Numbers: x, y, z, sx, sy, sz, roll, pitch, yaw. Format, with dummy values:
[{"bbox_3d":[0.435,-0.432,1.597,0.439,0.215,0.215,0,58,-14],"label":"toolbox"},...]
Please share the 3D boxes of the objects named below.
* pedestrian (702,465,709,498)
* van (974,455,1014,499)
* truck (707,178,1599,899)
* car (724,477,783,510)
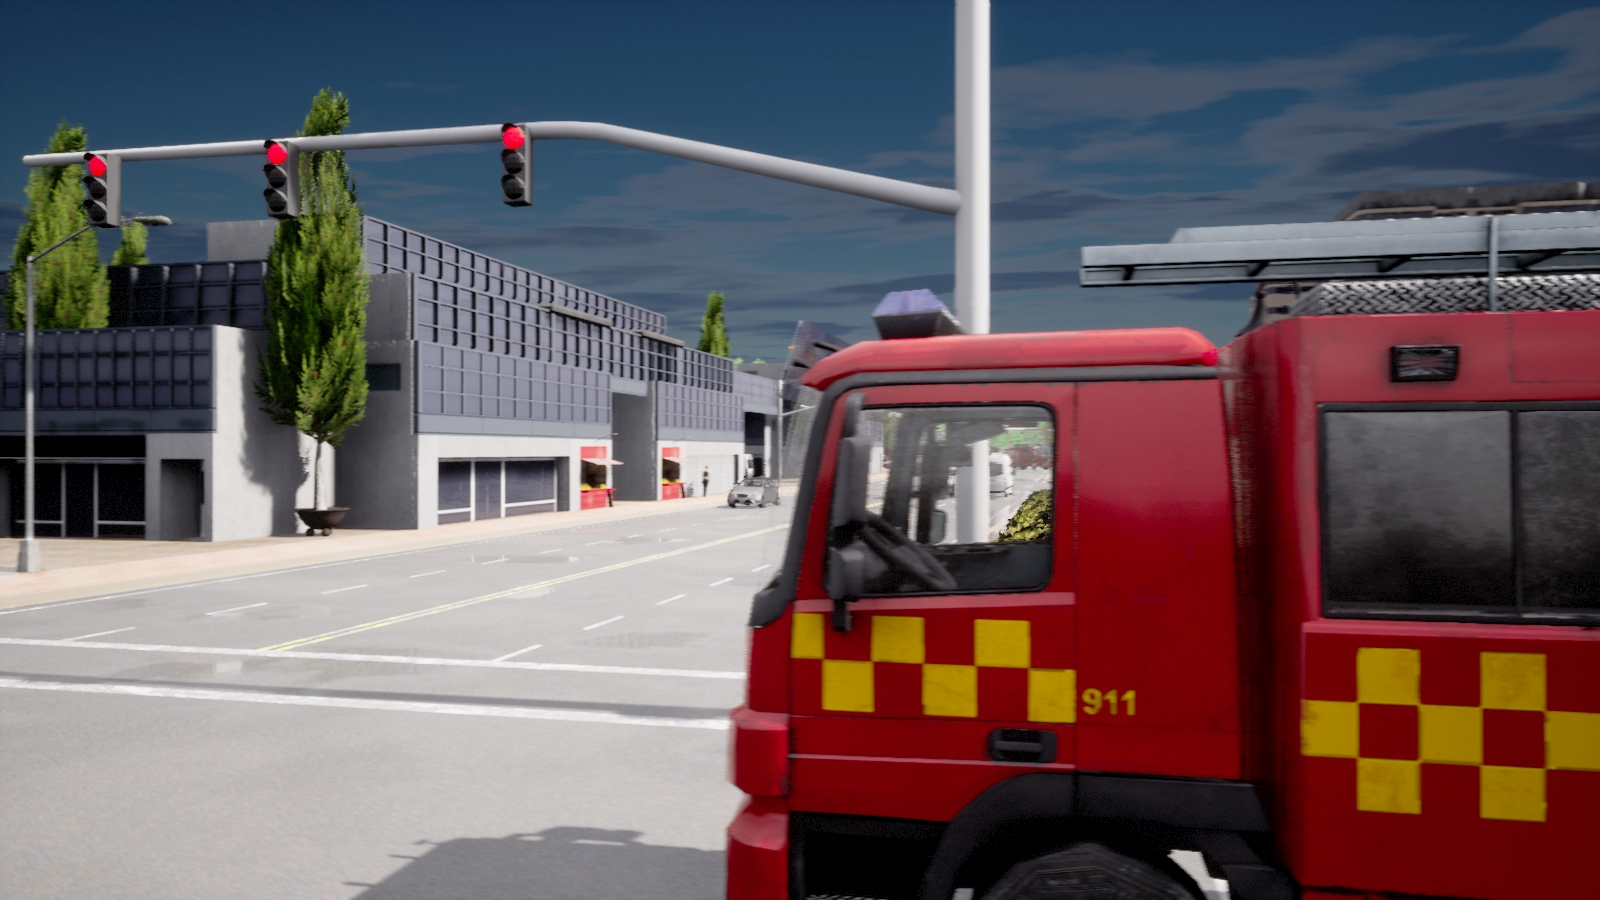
[{"bbox_3d":[-5.378,1.768,64.989,0.375,1.860,0.375,0,0,1],"label":"pedestrian"},{"bbox_3d":[11.952,1.613,70.029,1.988,2.561,5.915,0,0,14],"label":"van"},{"bbox_3d":[4.037,0.898,5.516,8.468,3.827,2.891,0,0,13],"label":"truck"},{"bbox_3d":[-2.264,2.126,56.968,1.816,1.474,4.193,0,0,14],"label":"car"}]
